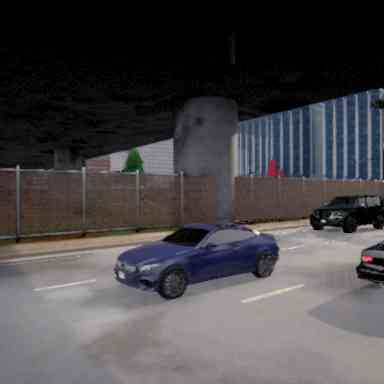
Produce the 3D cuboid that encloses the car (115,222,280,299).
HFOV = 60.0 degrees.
[{"bbox_3d":[0.346,1.538,8.613,4.674,1.442,1.812,0,0,-36],"label":"car"}]

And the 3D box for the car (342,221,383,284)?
[{"bbox_3d":[6.222,1.534,8.354,5.357,1.411,2.033,0,0,-36],"label":"car"}]

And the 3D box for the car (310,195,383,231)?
[{"bbox_3d":[9.300,1.211,19.569,5.566,2.045,2.150,0,0,-36],"label":"car"}]
